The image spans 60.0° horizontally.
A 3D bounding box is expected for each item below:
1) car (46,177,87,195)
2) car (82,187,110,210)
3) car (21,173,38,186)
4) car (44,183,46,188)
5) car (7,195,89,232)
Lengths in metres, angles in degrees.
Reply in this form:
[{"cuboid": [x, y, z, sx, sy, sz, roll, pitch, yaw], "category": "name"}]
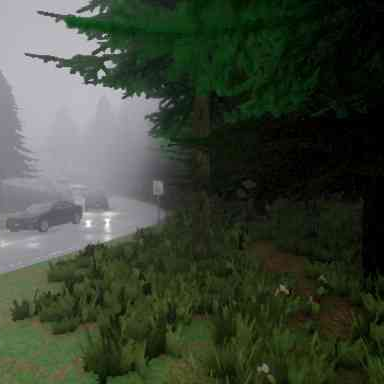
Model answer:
[{"cuboid": [-13.922, -0.559, 37.851, 5.566, 2.045, 2.150, 7, 5, 40], "category": "car"}, {"cuboid": [-8.308, 0.654, 28.896, 1.837, 1.490, 4.892, 0, 5, -18], "category": "car"}, {"cuboid": [-25.626, -2.119, 52.458, 2.150, 2.045, 5.566, 0, 5, -30], "category": "car"}, {"cuboid": [-18.309, -0.944, 45.384, 4.892, 1.490, 1.837, 6, 4, 38], "category": "car"}, {"cuboid": [-8.115, 1.229, 18.790, 1.882, 1.535, 5.008, 0, 2, 12], "category": "car"}]
